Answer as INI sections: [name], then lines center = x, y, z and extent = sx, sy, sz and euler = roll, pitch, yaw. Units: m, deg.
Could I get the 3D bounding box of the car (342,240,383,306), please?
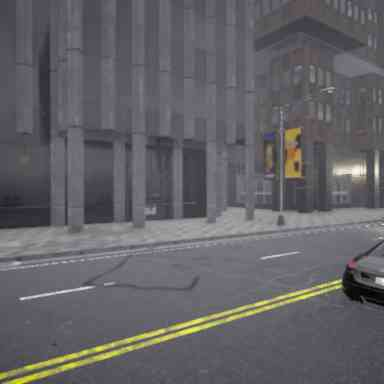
[car]
center = 5.055, 1.561, 7.048
extent = 4.181, 1.385, 1.994
euler = 0, 0, -36
